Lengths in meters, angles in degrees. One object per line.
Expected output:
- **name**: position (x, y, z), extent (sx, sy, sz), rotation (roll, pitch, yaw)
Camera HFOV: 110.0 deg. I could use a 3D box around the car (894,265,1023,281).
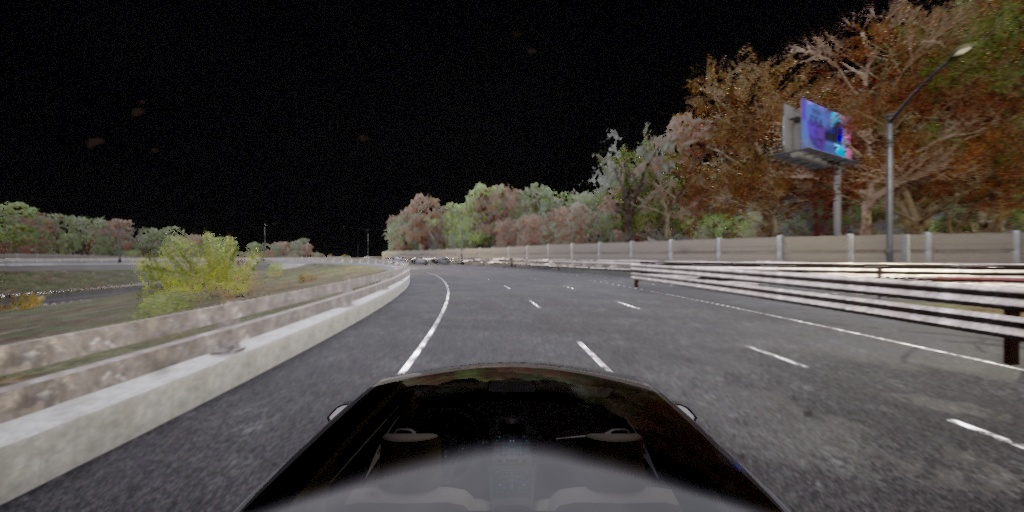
- **car**: position (20.921, 1.105, 16.862), extent (4.181, 1.385, 1.994), rotation (0, 0, 28)
